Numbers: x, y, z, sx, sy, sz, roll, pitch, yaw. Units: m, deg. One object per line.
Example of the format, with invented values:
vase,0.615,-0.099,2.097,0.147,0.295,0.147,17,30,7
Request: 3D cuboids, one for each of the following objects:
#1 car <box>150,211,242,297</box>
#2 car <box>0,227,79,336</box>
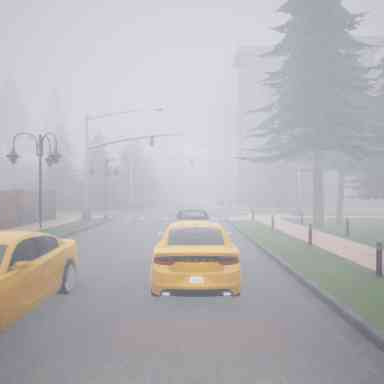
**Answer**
car,0.078,1.478,8.636,1.882,1.535,5.008,0,0,0
car,-3.612,1.477,5.888,1.882,1.535,5.008,0,0,0
